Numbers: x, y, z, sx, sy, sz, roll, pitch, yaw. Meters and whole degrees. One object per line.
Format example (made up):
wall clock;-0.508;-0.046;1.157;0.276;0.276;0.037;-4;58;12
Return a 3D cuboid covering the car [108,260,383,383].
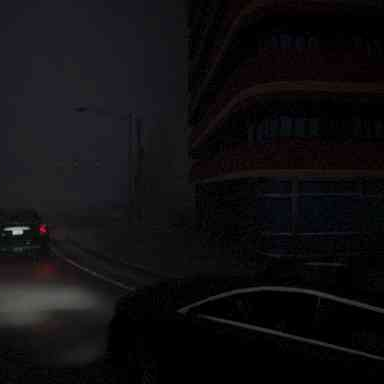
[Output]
car;1.150;1.492;3.389;4.902;1.511;2.128;0;0;38

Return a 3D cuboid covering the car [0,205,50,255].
car;-6.892;1.346;12.726;2.097;1.767;4.553;0;0;-33
